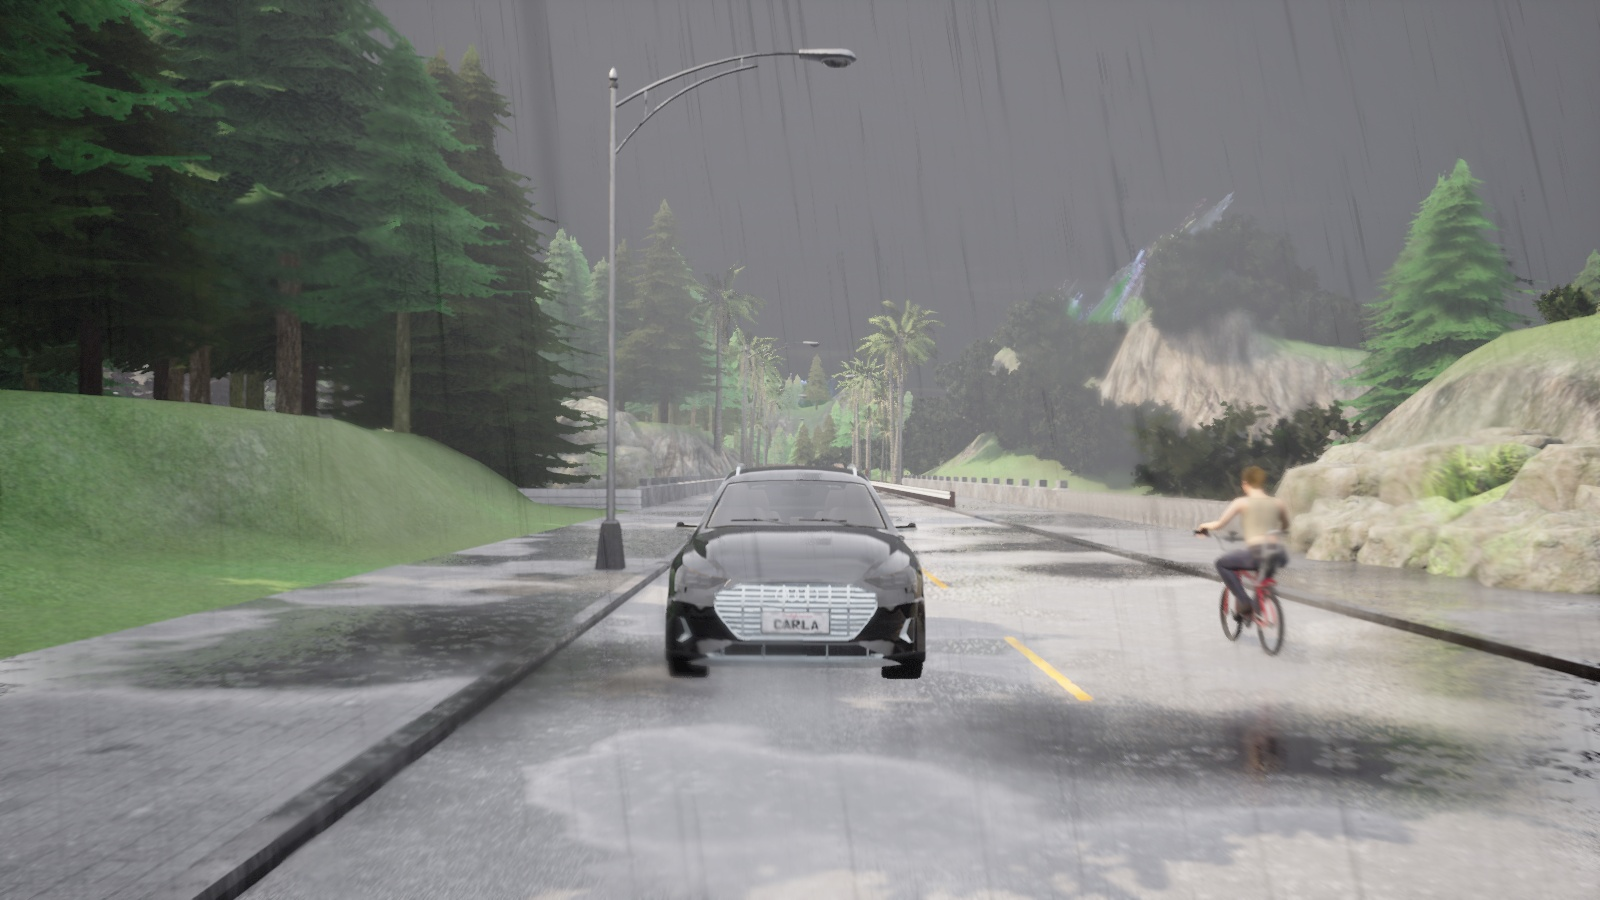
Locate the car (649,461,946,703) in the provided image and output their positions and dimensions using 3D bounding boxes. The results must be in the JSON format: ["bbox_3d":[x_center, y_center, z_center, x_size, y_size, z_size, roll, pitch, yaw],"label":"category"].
[{"bbox_3d":[-0.026,0.928,11.050,2.033,1.649,4.856,0,-1,0],"label":"car"}]

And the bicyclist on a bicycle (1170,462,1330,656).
[{"bbox_3d":[3.979,0.923,11.229,0.866,1.612,1.509,0,-1,0],"label":"bicyclist on a bicycle"}]
